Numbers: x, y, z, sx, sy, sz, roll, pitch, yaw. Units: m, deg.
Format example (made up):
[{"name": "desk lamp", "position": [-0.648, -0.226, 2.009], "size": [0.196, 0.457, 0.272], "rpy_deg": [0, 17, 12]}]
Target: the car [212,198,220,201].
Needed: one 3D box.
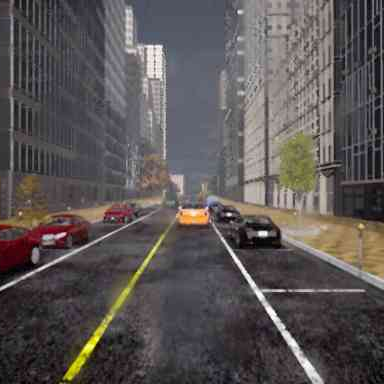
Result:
[{"name": "car", "position": [2.695, 1.718, 37.487], "size": [1.947, 1.339, 4.313], "rpy_deg": [0, 0, 0]}]

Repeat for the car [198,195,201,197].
[{"name": "car", "position": [2.700, 1.577, 71.641], "size": [2.192, 1.841, 5.009], "rpy_deg": [0, 0, 0]}]

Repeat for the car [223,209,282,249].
[{"name": "car", "position": [2.693, 1.629, 14.718], "size": [1.947, 1.339, 4.313], "rpy_deg": [0, 0, 0]}]

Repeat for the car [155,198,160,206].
[{"name": "car", "position": [-5.683, 1.753, 60.097], "size": [1.752, 1.417, 4.829], "rpy_deg": [0, 0, 0]}]

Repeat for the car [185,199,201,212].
[{"name": "car", "position": [0.105, 1.692, 41.398], "size": [1.812, 1.442, 4.674], "rpy_deg": [0, 0, 0]}]

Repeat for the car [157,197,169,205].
[{"name": "car", "position": [-5.683, 1.796, 65.961], "size": [2.008, 1.369, 4.403], "rpy_deg": [0, 0, 0]}]

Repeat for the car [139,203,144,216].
[{"name": "car", "position": [-5.686, 1.697, 31.804], "size": [1.947, 1.339, 4.313], "rpy_deg": [0, 0, 0]}]

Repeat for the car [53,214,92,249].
[{"name": "car", "position": [-5.688, 1.645, 14.727], "size": [1.802, 1.307, 4.206], "rpy_deg": [0, 0, 0]}]

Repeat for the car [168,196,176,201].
[{"name": "car", "position": [-5.680, 1.889, 94.422], "size": [1.947, 1.339, 4.313], "rpy_deg": [0, 0, 0]}]

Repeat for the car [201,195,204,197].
[{"name": "car", "position": [2.697, 1.632, 48.872], "size": [1.967, 1.590, 4.097], "rpy_deg": [0, 0, 0]}]

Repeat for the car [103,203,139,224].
[{"name": "car", "position": [-5.686, 1.654, 26.112], "size": [1.887, 1.381, 4.507], "rpy_deg": [0, 0, 0]}]

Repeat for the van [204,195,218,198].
[{"name": "van", "position": [2.696, 1.513, 43.182], "size": [1.690, 1.788, 3.998], "rpy_deg": [0, 0, 0]}]

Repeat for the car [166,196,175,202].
[{"name": "car", "position": [-5.680, 1.860, 88.730], "size": [2.008, 1.369, 4.403], "rpy_deg": [0, 0, 0]}]

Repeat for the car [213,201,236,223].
[{"name": "car", "position": [2.694, 1.675, 26.103], "size": [1.947, 1.339, 4.313], "rpy_deg": [0, 0, 0]}]

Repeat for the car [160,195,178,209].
[{"name": "car", "position": [-3.077, 1.417, 50.057], "size": [2.150, 2.045, 5.566], "rpy_deg": [0, 0, 0]}]

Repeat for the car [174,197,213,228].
[{"name": "car", "position": [0.102, 1.448, 23.224], "size": [2.097, 1.767, 4.553], "rpy_deg": [0, 0, 0]}]

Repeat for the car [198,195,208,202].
[{"name": "car", "position": [2.701, 1.609, 83.026], "size": [2.192, 1.841, 5.009], "rpy_deg": [0, 0, 0]}]

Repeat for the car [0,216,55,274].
[{"name": "car", "position": [-5.688, 1.585, 9.033], "size": [1.887, 1.381, 4.507], "rpy_deg": [0, 0, 0]}]
